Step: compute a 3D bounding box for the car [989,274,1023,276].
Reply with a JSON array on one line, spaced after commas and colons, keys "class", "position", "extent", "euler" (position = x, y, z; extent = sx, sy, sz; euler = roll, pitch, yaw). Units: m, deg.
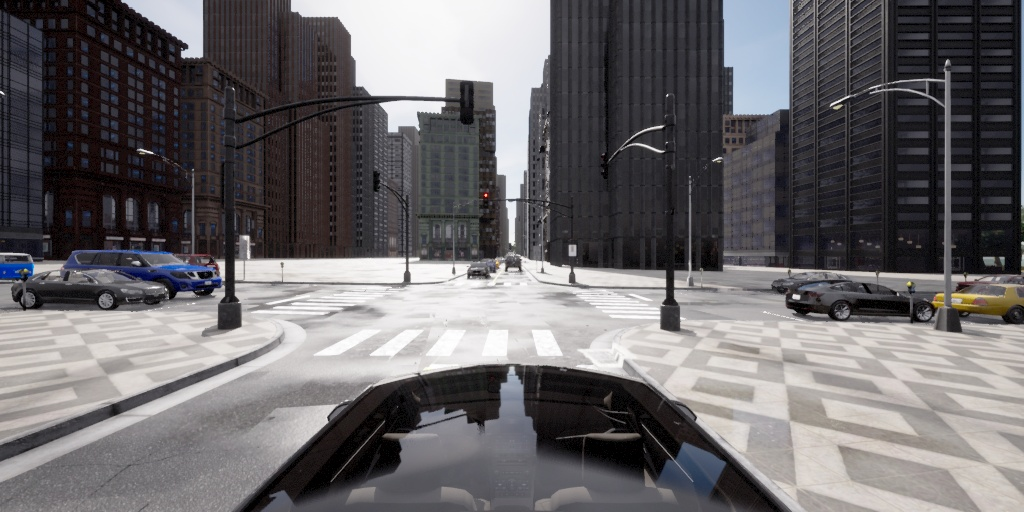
[{"class": "car", "position": [29.106, 1.765, 21.183], "extent": [4.507, 1.381, 1.888], "euler": [0, 0, 0]}]

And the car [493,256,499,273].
[{"class": "car", "position": [-3.009, 1.100, 43.502], "extent": [2.097, 1.767, 4.553], "euler": [0, 0, 0]}]

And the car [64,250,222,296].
[{"class": "car", "position": [-15.814, 0.771, 15.419], "extent": [5.566, 2.045, 2.150], "euler": [1, 0, 0]}]

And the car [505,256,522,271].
[{"class": "car", "position": [0.196, 0.969, 49.565], "extent": [2.150, 2.045, 5.566], "euler": [0, 0, 0]}]

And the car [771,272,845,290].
[{"class": "car", "position": [17.820, 1.590, 21.208], "extent": [4.403, 1.370, 2.007], "euler": [0, 0, 0]}]

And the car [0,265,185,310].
[{"class": "car", "position": [-14.758, 1.116, 12.661], "extent": [4.403, 1.370, 2.007], "euler": [0, 0, 0]}]

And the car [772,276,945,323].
[{"class": "car", "position": [12.150, 1.523, 12.696], "extent": [4.313, 1.339, 1.948], "euler": [0, 0, 0]}]

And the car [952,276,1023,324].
[{"class": "car", "position": [17.962, 1.570, 12.683], "extent": [4.829, 1.417, 1.751], "euler": [0, 0, 0]}]

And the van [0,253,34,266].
[{"class": "van", "position": [-31.105, 0.679, 21.224], "extent": [3.998, 1.789, 1.690], "euler": [0, 0, 0]}]

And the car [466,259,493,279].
[{"class": "car", "position": [-3.035, 1.253, 33.250], "extent": [1.837, 1.490, 4.892], "euler": [0, 0, 0]}]
